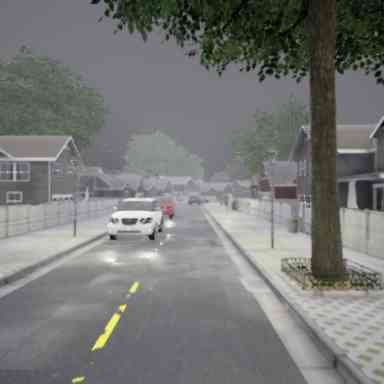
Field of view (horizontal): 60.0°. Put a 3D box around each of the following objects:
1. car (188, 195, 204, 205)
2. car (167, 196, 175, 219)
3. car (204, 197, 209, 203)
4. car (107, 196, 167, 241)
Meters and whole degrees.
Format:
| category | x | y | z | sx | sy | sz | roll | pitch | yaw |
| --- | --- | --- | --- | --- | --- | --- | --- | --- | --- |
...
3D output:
| category | x | y | z | sx | sy | sz | roll | pitch | yaw |
| --- | --- | --- | --- | --- | --- | --- | --- | --- | --- |
| car | 0.516 | 1.579 | 67.222 | 2.150 | 2.045 | 5.566 | 0 | 0 | 7 |
| car | -2.766 | 1.370 | 31.223 | 2.150 | 2.045 | 5.566 | 0 | 0 | 0 |
| car | 2.550 | 1.892 | 77.540 | 2.033 | 1.411 | 5.357 | 0 | 0 | 18 |
| car | -2.798 | 1.312 | 17.615 | 2.150 | 2.045 | 5.566 | 0 | -1 | 1 |
